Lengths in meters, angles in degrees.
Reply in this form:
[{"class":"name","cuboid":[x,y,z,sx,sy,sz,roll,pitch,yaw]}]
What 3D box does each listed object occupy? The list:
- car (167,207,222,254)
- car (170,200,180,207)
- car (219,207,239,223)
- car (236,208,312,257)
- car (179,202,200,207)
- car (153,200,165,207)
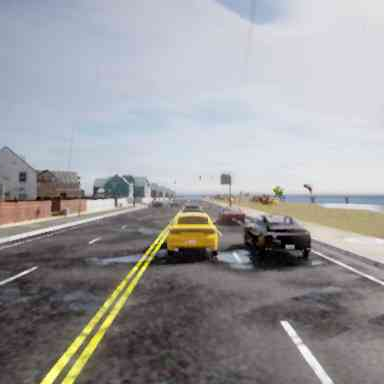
[{"class":"car","cuboid":[0.037,1.627,14.237,1.882,1.535,5.008,0,0,0]},{"class":"car","cuboid":[-3.190,2.272,65.320,2.033,1.411,5.357,0,-1,0]},{"class":"car","cuboid":[3.292,1.901,28.236,1.895,1.301,4.718,0,-1,0]},{"class":"car","cuboid":[3.280,1.635,13.496,2.128,1.511,4.902,0,0,0]},{"class":"car","cuboid":[0.045,1.810,28.524,1.837,1.490,4.892,0,0,0]},{"class":"car","cuboid":[-6.448,2.280,64.601,1.994,1.385,4.181,0,-1,0]}]
